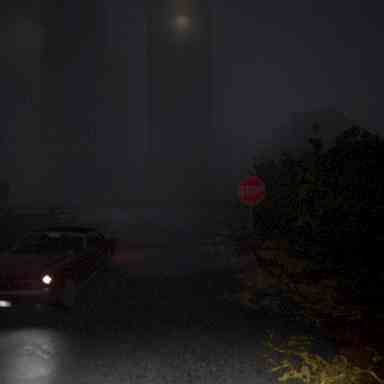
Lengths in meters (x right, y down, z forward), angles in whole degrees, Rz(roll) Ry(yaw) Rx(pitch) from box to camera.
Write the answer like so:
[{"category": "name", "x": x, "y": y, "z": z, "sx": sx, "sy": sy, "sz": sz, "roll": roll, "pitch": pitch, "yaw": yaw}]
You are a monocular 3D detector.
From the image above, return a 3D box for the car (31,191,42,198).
[{"category": "car", "x": -37.300, "y": 0.678, "z": 81.234, "sx": 3.866, "sy": 1.878, "sz": 1.905, "roll": 0, "pitch": 0, "yaw": 0}]

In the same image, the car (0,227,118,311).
[{"category": "car", "x": -3.173, "y": 1.554, "z": 7.792, "sx": 1.895, "sy": 1.301, "sz": 4.718, "roll": 0, "pitch": 0, "yaw": 0}]
